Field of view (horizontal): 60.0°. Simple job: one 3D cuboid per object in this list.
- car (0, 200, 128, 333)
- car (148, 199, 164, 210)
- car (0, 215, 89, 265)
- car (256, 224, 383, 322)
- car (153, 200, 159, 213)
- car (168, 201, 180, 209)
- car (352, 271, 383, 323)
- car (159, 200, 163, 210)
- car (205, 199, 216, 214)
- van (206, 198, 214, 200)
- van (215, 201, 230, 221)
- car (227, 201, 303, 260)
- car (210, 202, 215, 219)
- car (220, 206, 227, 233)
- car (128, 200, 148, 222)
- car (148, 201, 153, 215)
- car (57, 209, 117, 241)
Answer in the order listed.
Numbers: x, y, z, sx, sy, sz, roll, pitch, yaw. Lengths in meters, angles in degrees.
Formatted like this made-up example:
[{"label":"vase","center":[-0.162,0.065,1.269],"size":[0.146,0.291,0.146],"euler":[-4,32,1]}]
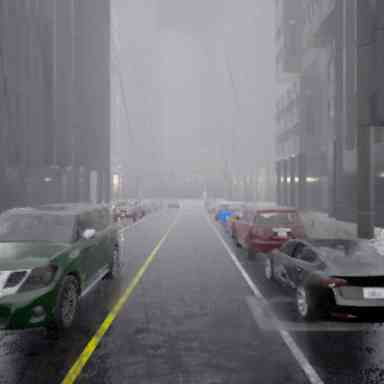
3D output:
[{"label":"car","center":[-3.095,1.297,7.296],"size":[2.150,2.045,5.566],"euler":[0,-1,0]},{"label":"car","center":[-5.628,1.957,52.292],"size":[1.967,1.590,4.097],"euler":[-1,-1,0]},{"label":"car","center":[-5.664,1.698,12.920],"size":[1.947,1.339,4.313],"euler":[-1,-1,0]},{"label":"car","center":[2.857,1.641,7.290],"size":[1.947,1.339,4.313],"euler":[-1,-1,0]},{"label":"car","center":[-5.637,1.960,41.042],"size":[2.008,1.369,4.403],"euler":[-1,-1,0]},{"label":"car","center":[-2.950,2.158,54.327],"size":[1.895,1.301,4.718],"euler":[0,-1,0]},{"label":"car","center":[2.851,1.584,1.666],"size":[1.947,1.339,4.313],"euler":[-1,-1,0]},{"label":"car","center":[-5.632,2.029,46.667],"size":[1.947,1.339,4.313],"euler":[-1,-1,0]},{"label":"car","center":[2.888,1.936,41.205],"size":[1.752,1.417,4.829],"euler":[-1,-1,0]},{"label":"van","center":[2.897,1.858,52.285],"size":[1.690,1.788,3.998],"euler":[-1,-1,0]},{"label":"van","center":[2.871,1.585,24.165],"size":[1.690,1.788,3.998],"euler":[-1,-1,0]},{"label":"car","center":[2.859,1.447,12.917],"size":[2.192,1.841,5.009],"euler":[-1,-1,0]},{"label":"car","center":[2.878,1.882,29.786],"size":[1.802,1.307,4.206],"euler":[-1,-1,0]},{"label":"car","center":[2.867,1.733,18.538],"size":[1.887,1.381,4.507],"euler":[-1,-1,0]},{"label":"car","center":[-5.650,1.615,29.795],"size":[2.192,1.841,5.009],"euler":[-1,-1,0]},{"label":"car","center":[-5.643,1.900,35.417],"size":[1.887,1.381,4.507],"euler":[-1,-1,0]},{"label":"car","center":[-5.659,1.734,18.544],"size":[1.887,1.381,4.507],"euler":[-1,-1,0]}]
